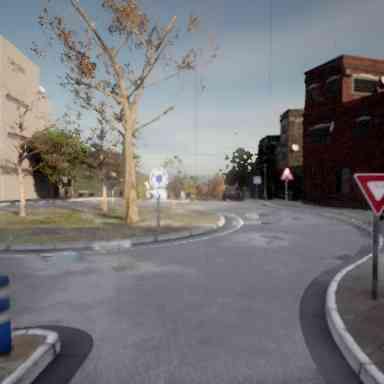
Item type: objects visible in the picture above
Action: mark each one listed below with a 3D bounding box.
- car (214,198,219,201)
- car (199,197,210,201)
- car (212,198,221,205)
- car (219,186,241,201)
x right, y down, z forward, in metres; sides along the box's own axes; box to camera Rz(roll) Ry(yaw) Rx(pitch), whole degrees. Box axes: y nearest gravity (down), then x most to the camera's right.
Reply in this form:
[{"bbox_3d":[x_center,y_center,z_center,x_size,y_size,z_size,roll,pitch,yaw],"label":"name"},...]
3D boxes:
[{"bbox_3d":[5.467,1.291,58.215,2.128,1.511,4.902,0,-3,1],"label":"car"},{"bbox_3d":[2.442,1.792,67.276,1.837,1.490,4.892,0,-3,2],"label":"car"},{"bbox_3d":[5.995,2.346,81.084,1.882,1.535,5.008,0,-3,1],"label":"car"},{"bbox_3d":[5.176,0.263,44.457,2.150,2.045,5.566,1,-2,2],"label":"car"}]
